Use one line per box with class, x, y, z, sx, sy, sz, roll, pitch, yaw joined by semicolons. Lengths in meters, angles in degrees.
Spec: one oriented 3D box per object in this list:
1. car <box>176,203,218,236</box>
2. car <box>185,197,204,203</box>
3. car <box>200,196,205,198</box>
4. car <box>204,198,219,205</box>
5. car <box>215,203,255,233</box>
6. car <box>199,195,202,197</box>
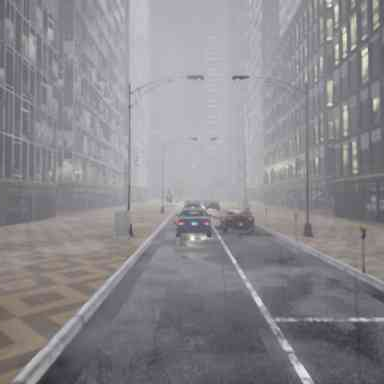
car;0.101;1.577;18.502;2.033;1.411;5.357;0;0;0
car;0.102;1.638;39.551;1.994;1.385;4.181;0;0;0
car;2.580;1.692;53.175;1.802;1.307;4.206;1;0;0
car;2.580;1.662;42.041;1.802;1.307;4.206;1;0;0
car;2.580;1.577;19.772;1.887;1.381;4.507;1;0;0
car;2.584;1.676;92.148;1.967;1.590;4.097;1;0;0
